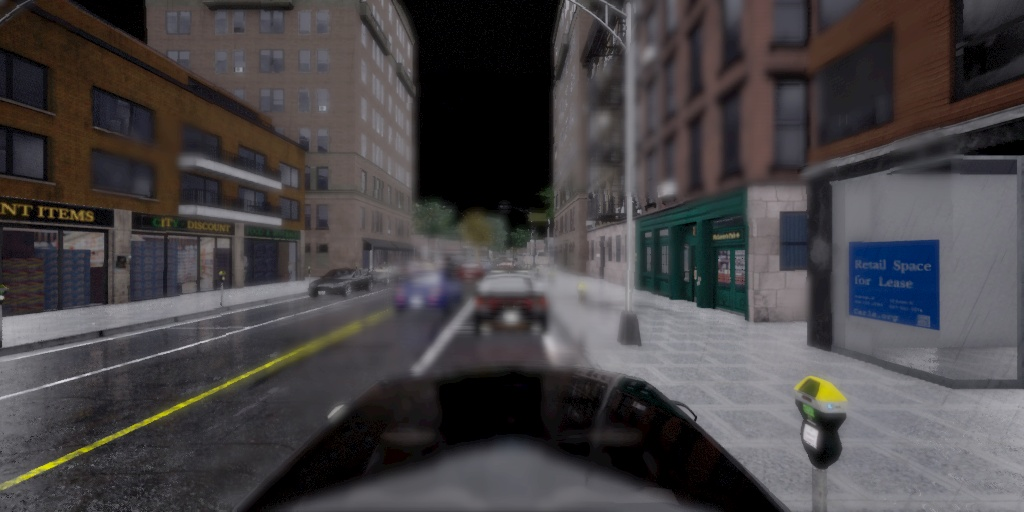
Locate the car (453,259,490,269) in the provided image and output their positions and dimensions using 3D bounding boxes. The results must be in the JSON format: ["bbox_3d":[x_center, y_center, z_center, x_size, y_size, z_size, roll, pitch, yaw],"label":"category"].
[{"bbox_3d":[-2.941,1.232,27.089,1.882,1.535,5.008,0,0,0],"label":"car"}]

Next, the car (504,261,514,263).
[{"bbox_3d":[-0.383,1.281,29.411,1.751,1.417,4.829,0,0,0],"label":"car"}]

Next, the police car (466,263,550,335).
[{"bbox_3d":[-0.012,1.175,10.610,1.930,1.638,5.238,0,0,0],"label":"police car"}]

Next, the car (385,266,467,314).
[{"bbox_3d":[-3.020,1.276,13.627,1.812,1.442,4.674,0,0,0],"label":"car"}]

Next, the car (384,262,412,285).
[{"bbox_3d":[-8.408,1.303,23.719,2.007,1.370,4.403,0,0,0],"label":"car"}]

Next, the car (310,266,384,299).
[{"bbox_3d":[-8.408,1.316,18.201,1.948,1.339,4.313,0,0,0],"label":"car"}]

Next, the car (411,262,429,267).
[{"bbox_3d":[-8.408,1.195,29.238,1.967,1.591,4.097,0,0,0],"label":"car"}]

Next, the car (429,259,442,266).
[{"bbox_3d":[-8.408,1.285,34.586,1.751,1.417,4.829,0,0,0],"label":"car"}]

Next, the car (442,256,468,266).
[{"bbox_3d":[-5.858,0.983,38.495,2.150,2.045,5.566,0,0,0],"label":"car"}]
